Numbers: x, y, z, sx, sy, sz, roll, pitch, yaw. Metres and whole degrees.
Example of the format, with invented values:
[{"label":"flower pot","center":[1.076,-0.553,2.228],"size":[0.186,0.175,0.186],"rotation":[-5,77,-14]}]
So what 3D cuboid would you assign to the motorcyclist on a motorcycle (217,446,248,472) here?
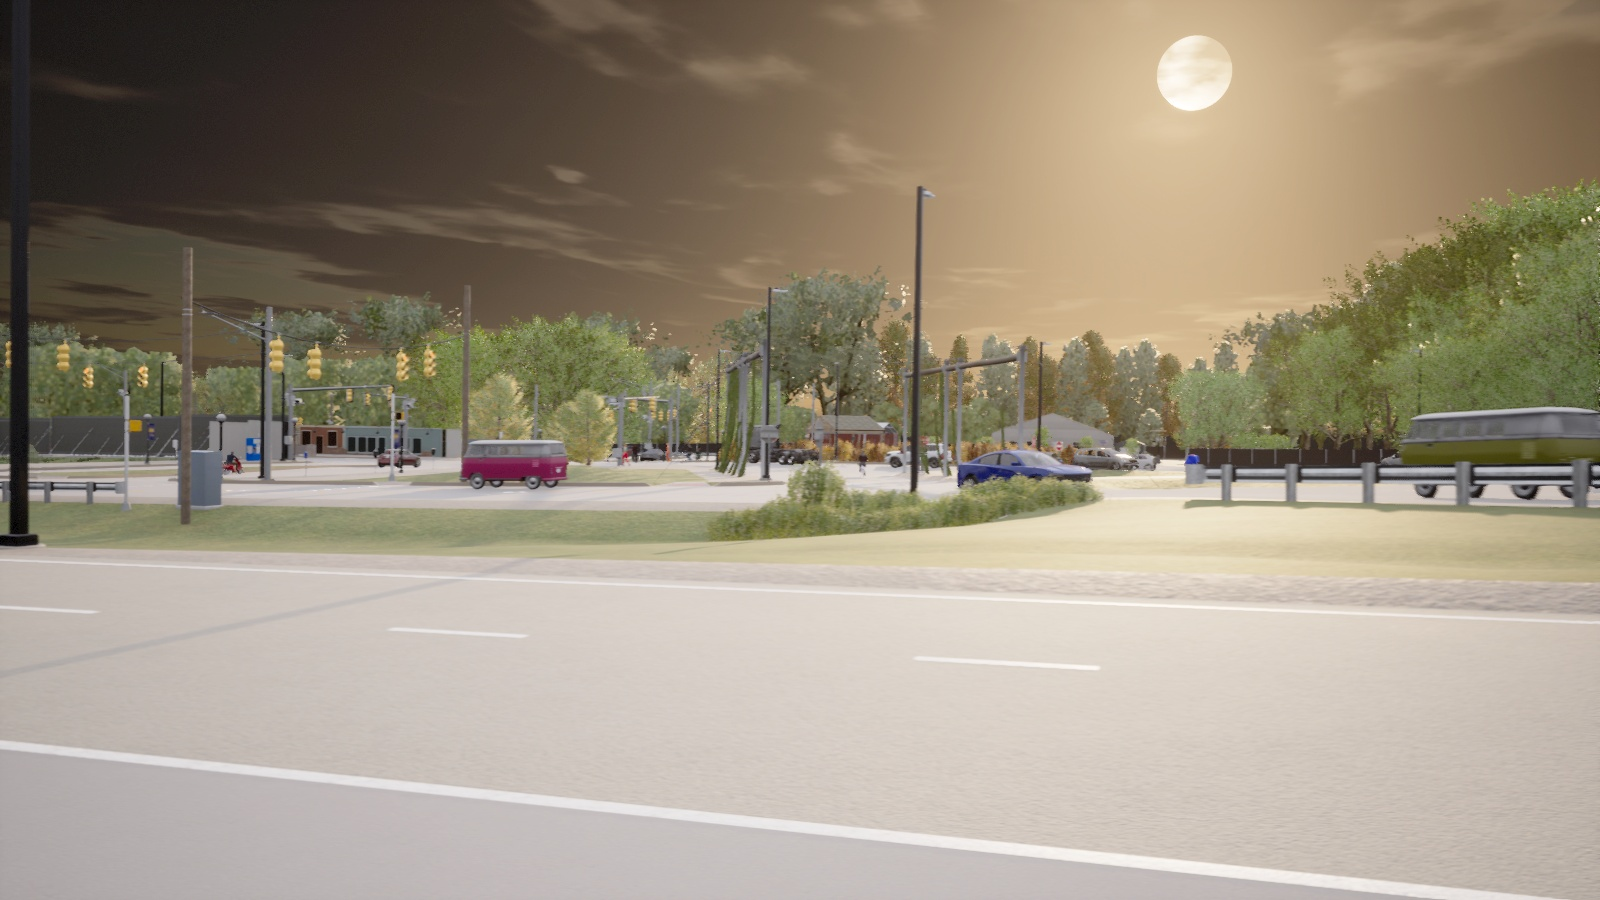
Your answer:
[{"label":"motorcyclist on a motorcycle","center":[-36.760,0.566,81.370],"size":[0.866,1.590,1.817],"rotation":[1,1,14]}]

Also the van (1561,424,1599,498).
[{"label":"van","center":[23.475,0.227,34.129],"size":[4.442,1.987,1.775],"rotation":[-2,0,19]}]

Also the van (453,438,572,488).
[{"label":"van","center":[-11.739,0.492,51.298],"size":[4.442,1.987,1.775],"rotation":[0,1,18]}]

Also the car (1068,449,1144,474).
[{"label":"car","center":[20.987,0.772,86.174],"size":[2.242,1.667,4.611],"rotation":[0,0,-42]}]

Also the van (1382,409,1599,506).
[{"label":"van","center":[15.445,0.221,28.074],"size":[1.775,1.987,4.442],"rotation":[1,-2,-21]}]

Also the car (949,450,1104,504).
[{"label":"car","center":[6.949,0.782,39.074],"size":[1.882,1.535,5.008],"rotation":[-1,1,-32]}]

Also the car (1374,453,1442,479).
[{"label":"car","center":[40.018,1.035,82.713],"size":[1.851,1.617,3.988],"rotation":[1,0,-15]}]
